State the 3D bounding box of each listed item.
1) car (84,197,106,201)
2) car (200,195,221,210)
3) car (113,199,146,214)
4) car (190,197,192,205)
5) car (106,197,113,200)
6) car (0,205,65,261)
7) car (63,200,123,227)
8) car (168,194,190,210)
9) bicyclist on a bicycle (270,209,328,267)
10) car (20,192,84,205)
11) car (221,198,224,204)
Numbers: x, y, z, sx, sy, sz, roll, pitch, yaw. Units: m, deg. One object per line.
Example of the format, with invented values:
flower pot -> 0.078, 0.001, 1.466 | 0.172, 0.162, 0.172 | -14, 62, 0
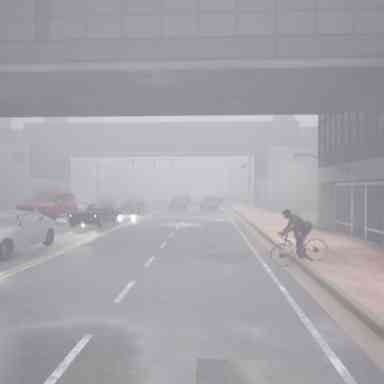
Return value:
car -> -9.155, 1.301, 28.178 | 1.812, 1.442, 4.674 | 0, 0, 3
car -> 1.925, 1.271, 37.737 | 1.994, 1.385, 4.181 | 0, 1, 3
car -> -5.569, 1.311, 31.116 | 1.994, 1.385, 4.181 | 0, 0, 3
car -> -1.072, 1.116, 49.182 | 1.837, 1.490, 4.892 | 0, 0, 2
car -> -8.946, 1.217, 33.261 | 2.128, 1.511, 4.902 | 0, 0, 3
car -> -6.586, 1.421, 12.002 | 1.812, 1.442, 4.674 | 0, 0, 3
car -> -6.113, 1.426, 21.110 | 1.895, 1.301, 4.718 | 0, 0, 3
car -> -1.568, 1.226, 37.901 | 1.812, 1.442, 4.674 | 0, 0, 3
bicyclist on a bicycle -> 2.992, 1.285, 9.526 | 1.656, 1.620, 0.582 | -9, 0, 3
car -> -9.549, 1.031, 22.284 | 2.150, 2.045, 5.566 | 0, 1, 4
car -> 3.198, 1.172, 48.413 | 2.033, 1.411, 5.357 | 0, 0, 19
